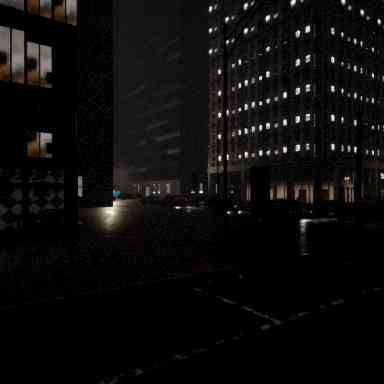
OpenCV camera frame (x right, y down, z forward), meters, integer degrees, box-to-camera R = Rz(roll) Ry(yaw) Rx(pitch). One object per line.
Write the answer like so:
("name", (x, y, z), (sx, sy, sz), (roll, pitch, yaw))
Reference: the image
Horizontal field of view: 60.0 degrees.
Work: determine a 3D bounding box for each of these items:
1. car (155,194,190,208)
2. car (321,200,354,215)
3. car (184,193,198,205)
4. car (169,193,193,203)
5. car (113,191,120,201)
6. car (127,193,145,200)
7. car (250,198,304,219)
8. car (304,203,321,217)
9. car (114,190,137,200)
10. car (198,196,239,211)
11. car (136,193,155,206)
("car", (-2.477, 1.211, 40.515), (1.802, 1.307, 4.206), (1, 0, -33))
("car", (13.037, 1.377, 31.249), (1.802, 1.307, 4.206), (1, 0, -32))
("car", (1.177, 1.162, 45.028), (1.994, 1.385, 4.181), (0, 1, -33))
("car", (-1.855, 0.926, 54.351), (1.967, 1.590, 4.097), (1, 0, -35))
("car", (-14.969, 0.919, 58.893), (1.887, 1.381, 4.507), (1, 0, -35))
("car", (-11.498, 0.864, 67.799), (1.947, 1.339, 4.313), (1, 0, -36))
("car", (6.417, 1.399, 26.558), (1.802, 1.307, 4.206), (1, 0, -32))
("car", (8.182, 1.309, 28.499), (1.837, 1.490, 4.892), (0, 1, -32))
("car", (-13.275, 0.786, 65.980), (1.882, 1.535, 5.008), (0, 1, -36))
("car", (3.164, 1.189, 36.463), (2.128, 1.511, 4.902), (0, 1, -32))
("car", (-5.425, 1.094, 45.011), (1.752, 1.417, 4.829), (1, 0, -33))
